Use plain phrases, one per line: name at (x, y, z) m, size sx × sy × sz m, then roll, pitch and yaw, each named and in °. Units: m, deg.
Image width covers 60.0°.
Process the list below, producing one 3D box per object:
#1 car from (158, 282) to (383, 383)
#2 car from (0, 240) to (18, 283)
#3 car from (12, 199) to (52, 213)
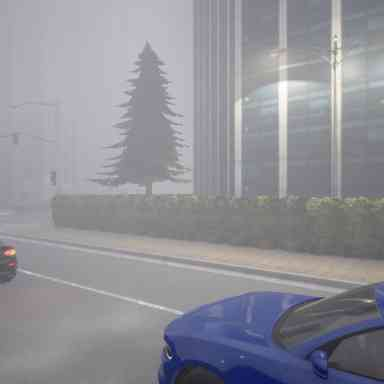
car at (1.957, 1.478, 2.597) m, size 5.008 × 1.535 × 1.882 m, roll 0°, pitch 0°, yaw 36°
car at (-6.170, 1.526, 8.350) m, size 4.674 × 1.442 × 1.812 m, roll 0°, pitch 0°, yaw 36°
car at (-17.186, 1.547, 37.439) m, size 2.033 × 1.411 × 5.357 m, roll 0°, pitch 0°, yaw 36°
